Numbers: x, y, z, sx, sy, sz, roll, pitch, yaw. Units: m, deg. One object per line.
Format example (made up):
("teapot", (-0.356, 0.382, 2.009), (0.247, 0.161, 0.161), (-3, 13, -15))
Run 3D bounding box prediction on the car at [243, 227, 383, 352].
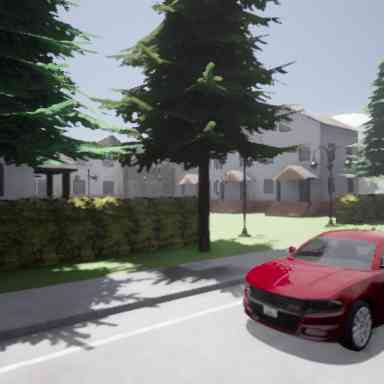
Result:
("car", (3.136, 1.493, 6.418), (5.008, 1.535, 1.882), (0, 0, -37))
